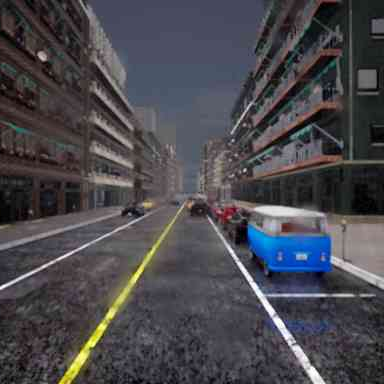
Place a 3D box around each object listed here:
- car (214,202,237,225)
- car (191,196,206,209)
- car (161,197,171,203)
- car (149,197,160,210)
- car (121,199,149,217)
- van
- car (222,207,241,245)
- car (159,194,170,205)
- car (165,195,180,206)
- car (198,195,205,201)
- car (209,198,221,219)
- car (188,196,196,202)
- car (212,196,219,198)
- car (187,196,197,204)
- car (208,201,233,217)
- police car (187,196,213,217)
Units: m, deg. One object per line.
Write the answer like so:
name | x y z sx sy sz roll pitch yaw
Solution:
car | 2.698 1.592 21.288 1.887 1.381 4.507 0 0 0
car | 0.868 1.453 48.034 2.097 1.767 4.553 0 0 0
car | -5.670 1.724 72.022 1.802 1.307 4.206 0 0 0
car | -5.677 1.617 43.669 1.752 1.417 4.829 0 0 0
car | -5.680 1.636 32.565 1.947 1.339 4.313 0 0 0
van | 2.695 1.364 10.015 1.690 1.788 3.998 0 0 0
car | 2.696 1.601 15.651 1.947 1.339 4.313 0 0 0
car | -5.672 1.562 60.749 1.967 1.590 4.097 0 0 0
car | -3.042 1.716 57.042 1.895 1.301 4.718 0 0 1
car | 2.717 1.705 94.731 1.752 1.417 4.829 0 0 0
car | 2.699 1.499 26.925 1.967 1.590 4.097 0 0 0
car | 0.022 1.660 82.640 1.895 1.301 4.718 0 0 0
car | 2.705 1.407 43.834 2.192 1.841 5.009 0 0 0
car | 0.018 1.596 67.611 1.882 1.535 5.008 0 0 0
car | 2.701 1.621 32.560 2.008 1.369 4.403 0 0 0
police car | 0.771 1.493 32.174 1.930 1.638 5.238 0 0 0
